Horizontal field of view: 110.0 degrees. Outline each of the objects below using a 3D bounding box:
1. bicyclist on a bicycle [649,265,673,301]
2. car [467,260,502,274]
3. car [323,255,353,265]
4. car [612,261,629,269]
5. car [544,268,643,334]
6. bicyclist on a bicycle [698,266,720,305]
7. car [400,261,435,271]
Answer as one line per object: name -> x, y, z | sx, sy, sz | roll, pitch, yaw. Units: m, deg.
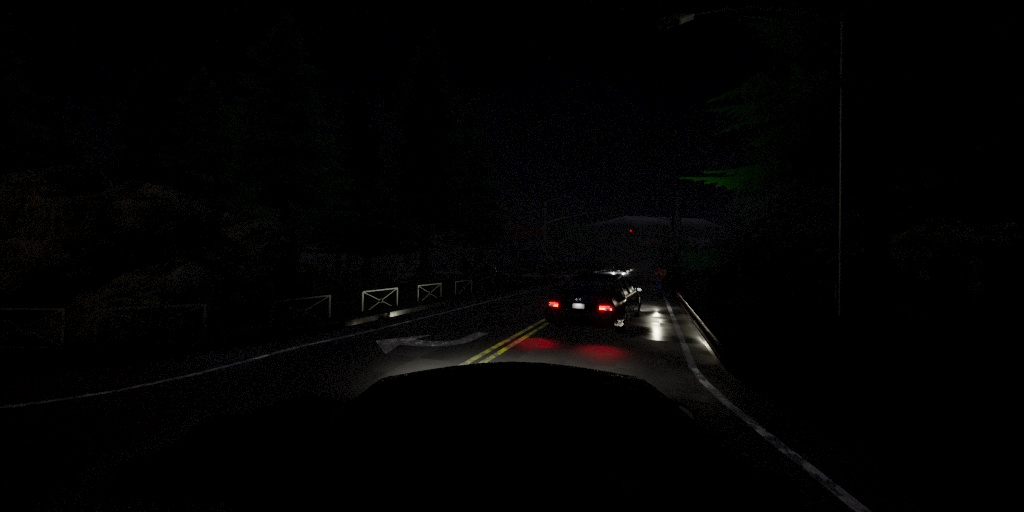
bicyclist on a bicycle -> 6.898, 1.235, 16.512 | 1.656, 1.620, 0.582 | 1, 0, -30
car -> -3.502, 1.366, 44.871 | 4.553, 1.767, 2.097 | 1, 0, 21
car -> -26.336, 0.974, 54.533 | 5.566, 2.045, 2.150 | 1, 0, 29
car -> 17.203, 1.853, 57.426 | 1.895, 1.301, 4.718 | 1, 0, 21
car -> 2.593, 1.219, 10.427 | 2.033, 1.411, 5.357 | 1, 0, 26
bicyclist on a bicycle -> 8.302, 1.248, 15.088 | 1.656, 1.620, 0.582 | 1, 0, -33
car -> -12.799, 1.384, 48.525 | 5.008, 1.535, 1.882 | 1, 0, 22
